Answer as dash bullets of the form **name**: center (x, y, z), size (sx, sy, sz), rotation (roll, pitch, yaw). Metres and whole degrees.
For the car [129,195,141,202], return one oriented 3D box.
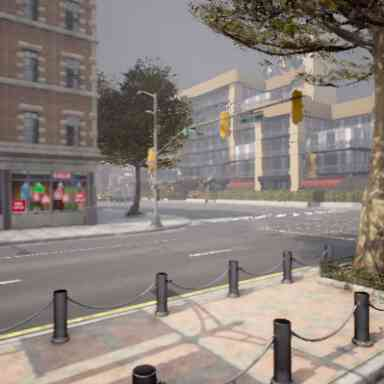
- **car**: center (-12.166, 1.276, 68.153), size (1.882, 1.535, 5.008), rotation (0, 0, -36)

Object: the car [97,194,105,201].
- **car**: center (-20.353, 1.188, 73.510), size (1.882, 1.535, 5.008), rotation (0, 0, -36)

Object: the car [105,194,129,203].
- **car**: center (-15.003, 1.331, 66.104), size (1.837, 1.490, 4.892), rotation (0, 0, -36)

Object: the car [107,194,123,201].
- **car**: center (-17.520, 1.187, 75.565), size (1.837, 1.490, 4.892), rotation (0, 0, -36)
